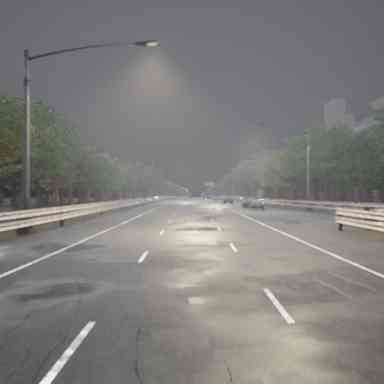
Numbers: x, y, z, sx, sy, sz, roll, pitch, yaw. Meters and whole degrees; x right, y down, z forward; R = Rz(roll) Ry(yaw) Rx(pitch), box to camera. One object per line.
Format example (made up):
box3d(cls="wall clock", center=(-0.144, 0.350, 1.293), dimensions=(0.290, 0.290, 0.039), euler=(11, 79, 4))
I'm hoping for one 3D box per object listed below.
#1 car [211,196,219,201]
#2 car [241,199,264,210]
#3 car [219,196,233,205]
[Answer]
box3d(cls="car", center=(7.023, 1.861, 92.500), dimensions=(1.994, 1.385, 4.181), euler=(0, 0, 0))
box3d(cls="car", center=(8.285, 1.691, 45.736), dimensions=(1.994, 1.385, 4.181), euler=(0, 0, -12))
box3d(cls="car", center=(6.889, 1.644, 64.676), dimensions=(1.837, 1.490, 4.892), euler=(0, 0, -1))
